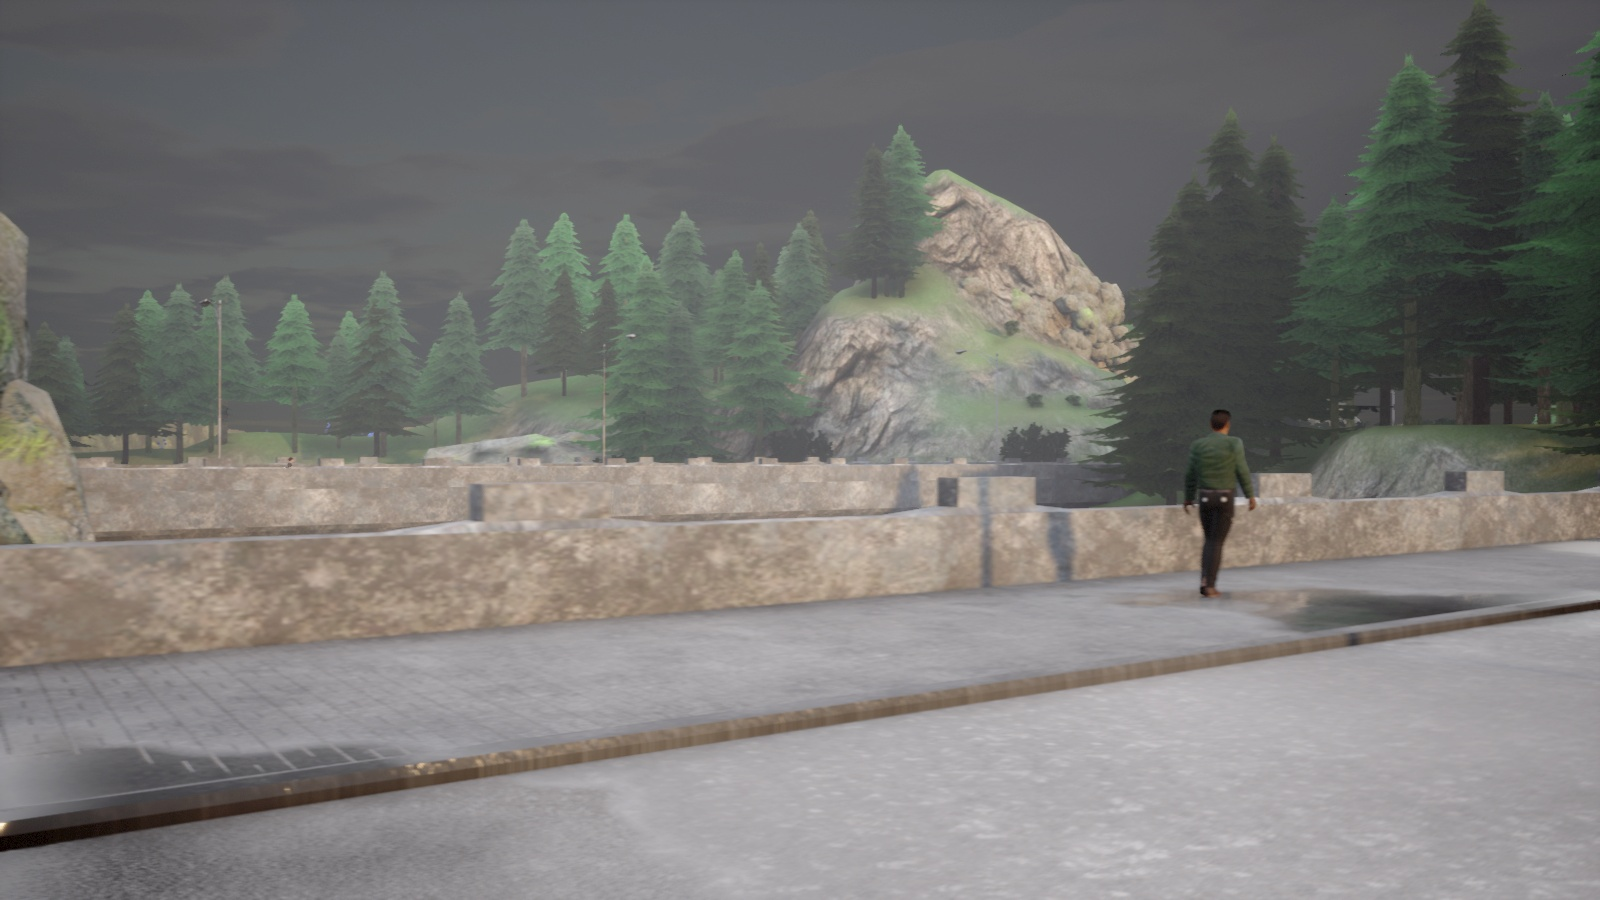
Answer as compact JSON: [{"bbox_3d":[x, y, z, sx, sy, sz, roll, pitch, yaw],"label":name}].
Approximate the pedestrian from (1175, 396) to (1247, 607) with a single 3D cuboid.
[{"bbox_3d":[3.951,0.476,12.055,0.423,1.949,0.788,0,0,37],"label":"pedestrian"}]
